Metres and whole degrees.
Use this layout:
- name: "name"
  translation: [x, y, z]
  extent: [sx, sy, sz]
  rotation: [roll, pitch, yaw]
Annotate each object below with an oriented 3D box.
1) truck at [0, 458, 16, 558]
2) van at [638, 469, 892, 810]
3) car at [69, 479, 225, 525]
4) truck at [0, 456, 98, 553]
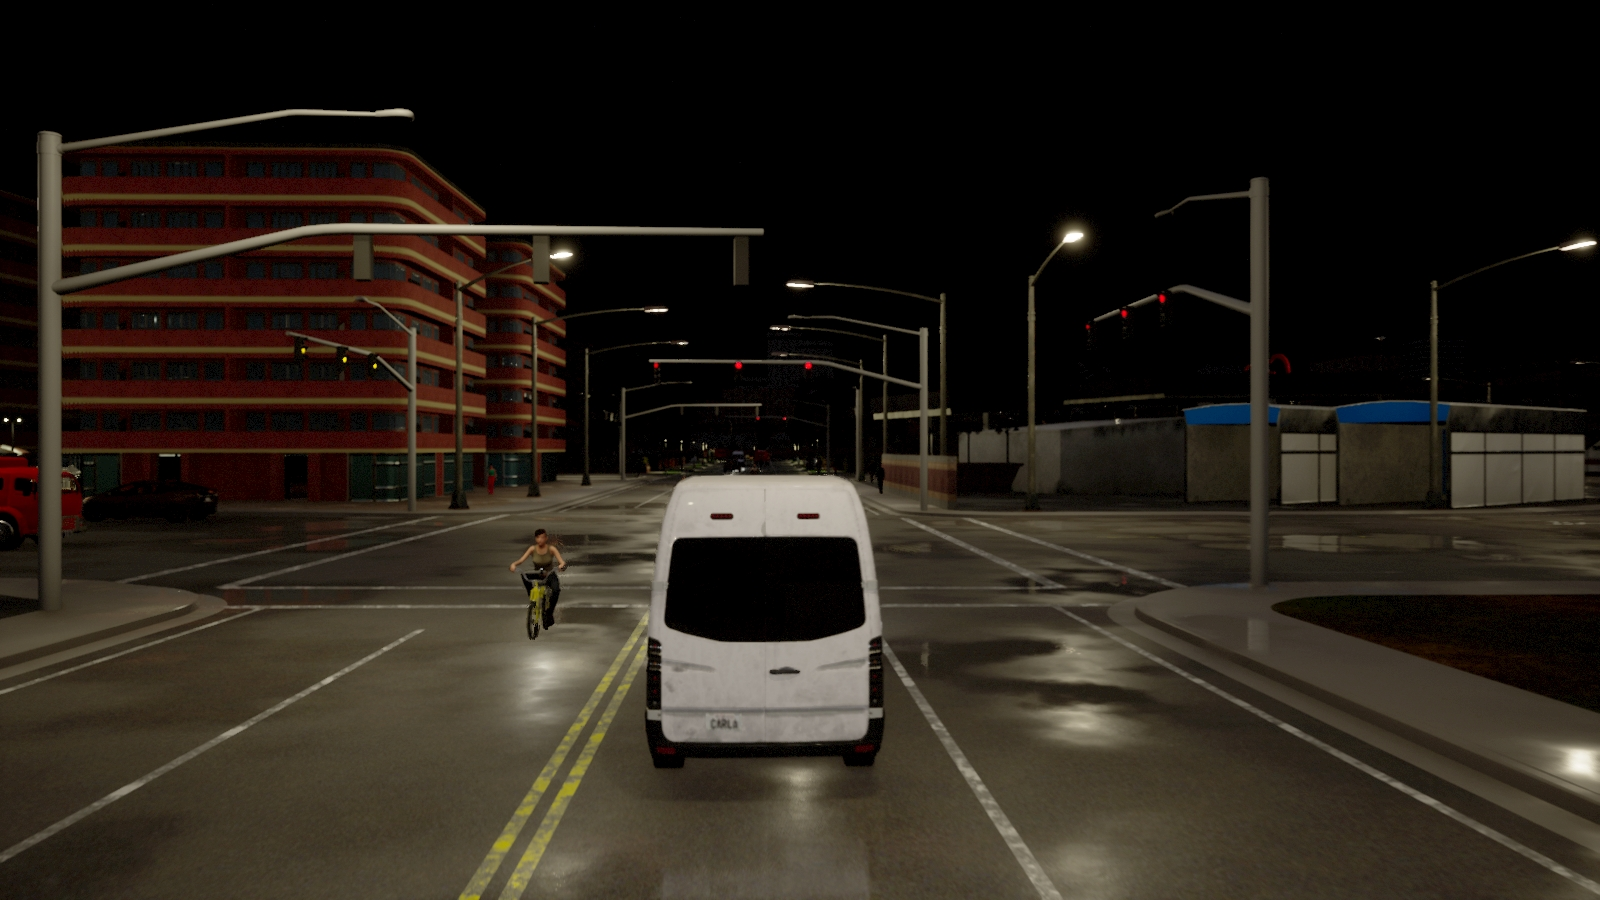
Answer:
- name: "truck"
  translation: [-22.505, 1.423, 27.635]
  extent: [5.204, 2.467, 2.627]
  rotation: [1, 0, -2]
- name: "van"
  translation: [-0.384, 1.528, 11.897]
  extent: [1.988, 2.561, 5.915]
  rotation: [0, 0, -2]
- name: "car"
  translation: [-23.716, 1.867, 41.619]
  extent: [4.514, 1.525, 2.007]
  rotation: [1, 0, -1]
- name: "truck"
  translation: [-22.558, 1.419, 31.150]
  extent: [5.204, 2.467, 2.627]
  rotation: [1, 0, -1]
